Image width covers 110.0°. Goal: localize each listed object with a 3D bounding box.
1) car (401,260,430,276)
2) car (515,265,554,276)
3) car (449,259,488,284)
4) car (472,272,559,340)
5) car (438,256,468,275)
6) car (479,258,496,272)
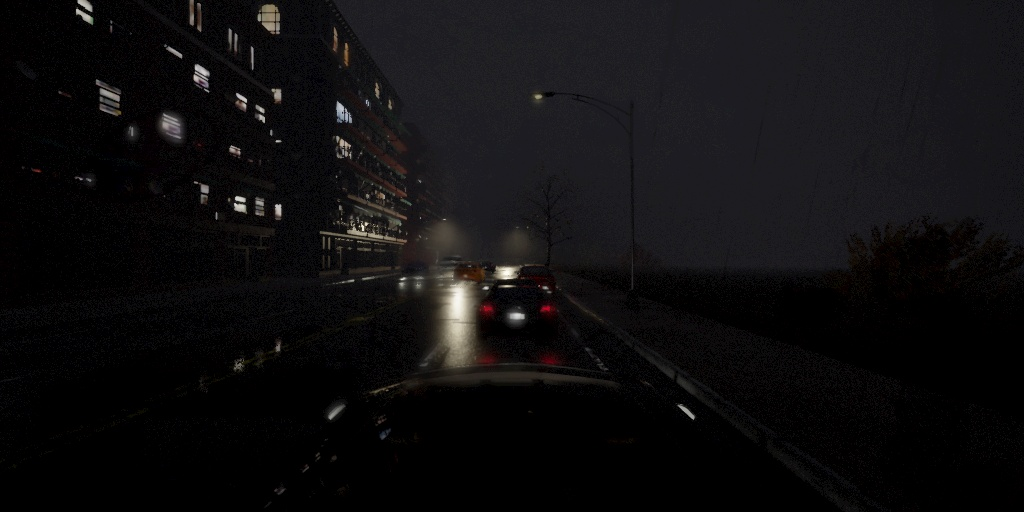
[{"bbox_3d":[-9.798,1.229,36.707,1.882,1.535,5.008,0,0,0],"label":"car"},{"bbox_3d":[1.163,1.230,18.896,1.882,1.535,5.008,0,0,0],"label":"car"},{"bbox_3d":[-3.111,1.230,26.721,1.882,1.535,5.008,0,0,0],"label":"car"},{"bbox_3d":[0.114,1.315,9.976,1.994,1.385,4.181,0,0,0],"label":"car"},{"bbox_3d":[-6.544,0.973,39.140,2.150,2.045,5.566,0,0,0],"label":"car"},{"bbox_3d":[-3.084,1.313,43.952,1.994,1.385,4.181,0,0,0],"label":"car"}]
